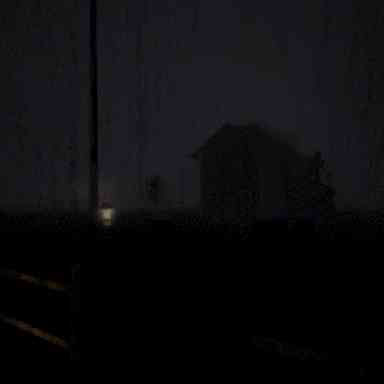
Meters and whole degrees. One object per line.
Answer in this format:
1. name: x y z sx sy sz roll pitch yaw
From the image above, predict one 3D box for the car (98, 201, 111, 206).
1. car: -20.883 2.740 77.763 2.097 1.767 4.553 -1 -2 36
